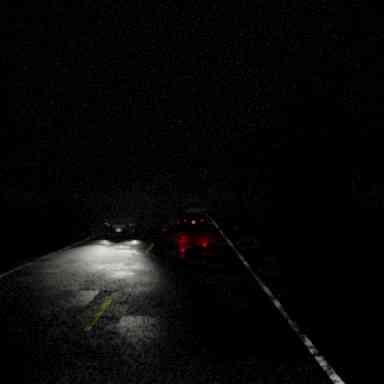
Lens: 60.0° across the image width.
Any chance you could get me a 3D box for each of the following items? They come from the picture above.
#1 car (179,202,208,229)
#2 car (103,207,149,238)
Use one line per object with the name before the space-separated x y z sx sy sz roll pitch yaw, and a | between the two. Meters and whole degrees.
car | 0.096 1.682 22.804 1.812 1.442 4.674 0 0 0
car | -3.601 1.621 18.774 2.128 1.511 4.902 0 0 0
